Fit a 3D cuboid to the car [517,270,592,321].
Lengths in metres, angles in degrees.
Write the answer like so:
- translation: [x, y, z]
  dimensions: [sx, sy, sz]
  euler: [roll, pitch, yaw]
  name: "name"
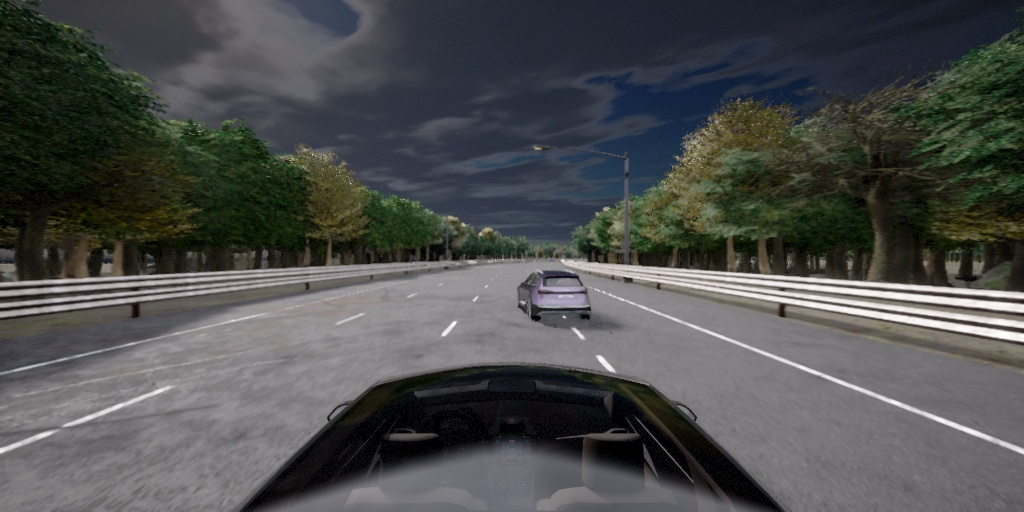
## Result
- translation: [1.342, 1.298, 12.849]
  dimensions: [2.033, 1.649, 4.856]
  euler: [0, -1, -6]
  name: "car"
